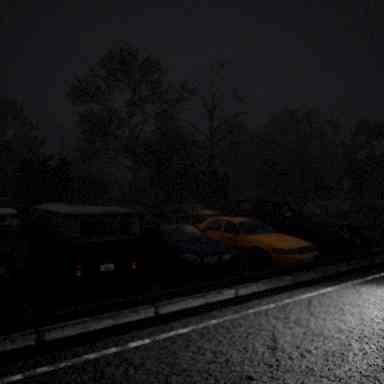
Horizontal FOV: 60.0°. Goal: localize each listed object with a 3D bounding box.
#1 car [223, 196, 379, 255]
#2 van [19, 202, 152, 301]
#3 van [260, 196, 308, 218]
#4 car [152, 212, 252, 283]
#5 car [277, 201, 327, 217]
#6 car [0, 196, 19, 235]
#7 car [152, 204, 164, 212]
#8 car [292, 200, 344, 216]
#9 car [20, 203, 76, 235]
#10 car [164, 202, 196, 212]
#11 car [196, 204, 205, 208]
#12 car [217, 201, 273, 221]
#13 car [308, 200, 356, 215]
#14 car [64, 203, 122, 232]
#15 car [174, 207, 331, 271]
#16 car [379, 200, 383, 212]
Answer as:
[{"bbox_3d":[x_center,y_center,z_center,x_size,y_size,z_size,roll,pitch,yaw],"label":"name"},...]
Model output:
[{"bbox_3d":[3.936,1.315,13.368,2.435,2.045,5.566,0,0,-36],"label":"car"},{"bbox_3d":[-2.993,1.291,8.599,1.878,1.987,4.442,0,0,-36],"label":"van"},{"bbox_3d":[9.096,1.434,33.301,1.878,1.987,4.442,0,0,-36],"label":"van"},{"bbox_3d":[-0.646,1.573,10.134,2.002,1.452,4.674,0,0,-36],"label":"car"},{"bbox_3d":[11.423,1.717,34.815,2.002,1.452,4.674,0,0,-35],"label":"car"},{"bbox_3d":[-11.149,1.260,18.668,2.435,2.045,5.566,0,0,-36],"label":"car"},{"bbox_3d":[-4.393,1.562,23.535,2.231,1.521,4.892,0,0,-36],"label":"car"},{"bbox_3d":[13.684,1.694,36.428,2.097,1.535,5.008,0,0,-36],"label":"car"},{"bbox_3d":[-8.911,1.527,20.308,2.097,1.535,5.008,0,0,-36],"label":"car"},{"bbox_3d":[-2.148,1.607,25.166,2.163,1.488,4.792,0,0,-36],"label":"car"},{"bbox_3d":[0.235,1.591,26.604,1.946,1.575,5.366,0,0,-36],"label":"car"},{"bbox_3d":[4.663,1.657,29.957,2.163,1.488,4.792,0,0,-36],"label":"car"},{"bbox_3d":[15.941,1.751,38.043,2.002,1.452,4.674,0,0,-36],"label":"car"},{"bbox_3d":[-6.652,1.544,21.921,2.097,1.535,5.008,0,0,-36],"label":"car"},{"bbox_3d":[1.744,1.547,11.610,1.946,1.575,5.366,0,0,-36],"label":"car"},{"bbox_3d":[20.455,1.746,41.275,2.097,1.535,5.008,0,0,-36],"label":"car"}]
